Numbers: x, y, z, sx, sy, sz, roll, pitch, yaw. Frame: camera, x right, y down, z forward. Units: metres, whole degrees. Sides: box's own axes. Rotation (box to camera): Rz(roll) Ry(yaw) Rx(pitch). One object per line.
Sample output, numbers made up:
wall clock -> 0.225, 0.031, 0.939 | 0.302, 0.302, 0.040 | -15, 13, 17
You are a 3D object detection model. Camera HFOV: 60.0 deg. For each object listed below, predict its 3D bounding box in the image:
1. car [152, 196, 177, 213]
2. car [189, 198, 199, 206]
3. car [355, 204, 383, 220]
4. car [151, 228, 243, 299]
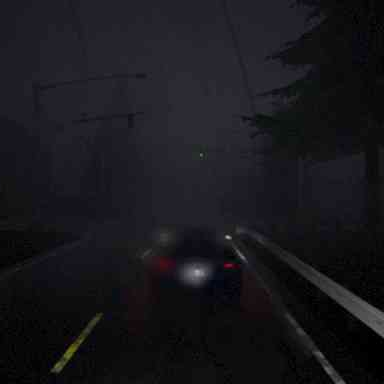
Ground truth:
car -> -3.384, 1.626, 41.626 | 2.097, 1.767, 4.553 | 0, 0, 0
car -> 0.328, 1.957, 65.697 | 1.812, 1.442, 4.674 | 0, 0, 0
car -> 15.413, 1.663, 26.071 | 4.892, 1.490, 1.837 | 0, 0, 0
car -> 0.111, 1.622, 8.667 | 1.994, 1.385, 4.181 | 0, 0, 0
